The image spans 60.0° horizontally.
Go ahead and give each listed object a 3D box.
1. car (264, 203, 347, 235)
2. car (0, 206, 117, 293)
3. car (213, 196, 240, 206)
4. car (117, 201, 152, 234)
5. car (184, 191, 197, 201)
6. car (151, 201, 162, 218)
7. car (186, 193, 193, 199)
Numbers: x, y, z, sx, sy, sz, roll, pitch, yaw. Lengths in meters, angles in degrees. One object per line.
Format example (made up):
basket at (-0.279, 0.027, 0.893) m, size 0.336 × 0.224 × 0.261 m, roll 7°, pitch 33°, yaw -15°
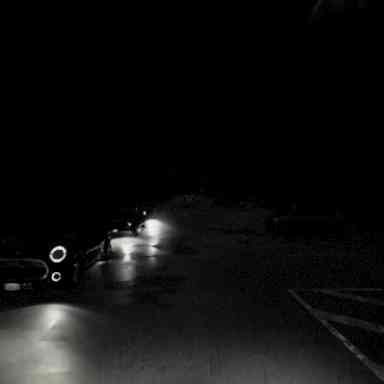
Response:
car at (5.922, 1.401, 17.636) m, size 3.988 × 1.617 × 1.851 m, roll 0°, pitch 0°, yaw -1°
car at (-3.656, 1.316, 8.973) m, size 2.097 × 1.767 × 4.553 m, roll 0°, pitch 0°, yaw 0°
car at (5.195, 1.325, 50.641) m, size 4.181 × 1.381 × 1.994 m, roll 0°, pitch 0°, yaw -1°
car at (-3.720, 1.469, 18.763) m, size 2.033 × 1.411 × 5.357 m, roll 0°, pitch 0°, yaw 0°
car at (-0.532, 0.885, 73.619) m, size 2.150 × 2.045 × 5.566 m, roll 0°, pitch 0°, yaw 0°
car at (-3.753, 1.479, 28.877) m, size 1.895 × 1.301 × 4.718 m, roll 0°, pitch 0°, yaw 0°
car at (-0.608, 1.034, 84.020) m, size 1.812 × 1.442 × 4.674 m, roll 0°, pitch 0°, yaw 0°
